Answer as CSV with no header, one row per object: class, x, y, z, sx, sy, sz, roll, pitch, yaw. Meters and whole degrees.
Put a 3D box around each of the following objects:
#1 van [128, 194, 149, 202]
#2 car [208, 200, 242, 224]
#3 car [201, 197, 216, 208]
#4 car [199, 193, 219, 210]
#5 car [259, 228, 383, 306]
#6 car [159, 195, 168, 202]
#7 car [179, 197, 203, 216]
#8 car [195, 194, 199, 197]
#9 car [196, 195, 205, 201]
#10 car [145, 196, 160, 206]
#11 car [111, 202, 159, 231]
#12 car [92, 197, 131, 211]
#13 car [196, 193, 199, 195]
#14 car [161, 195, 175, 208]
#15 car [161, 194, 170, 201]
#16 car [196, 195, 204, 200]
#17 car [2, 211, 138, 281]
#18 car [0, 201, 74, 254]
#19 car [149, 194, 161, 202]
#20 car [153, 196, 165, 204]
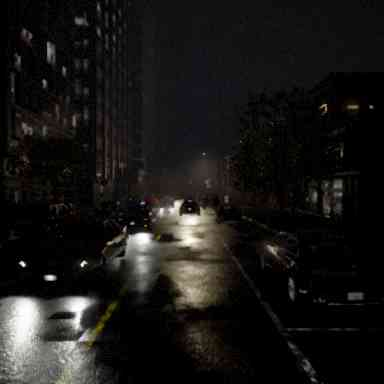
van,-5.996,1.266,35.427,1.690,1.788,3.998,-1,0,0
car,2.499,1.492,23.684,2.008,1.369,4.403,-1,0,0
car,2.293,1.412,46.727,1.752,1.417,4.829,-1,0,0
car,2.337,1.215,41.022,2.192,1.841,5.009,-1,0,0
car,2.750,1.529,7.818,2.008,1.369,4.403,-1,0,0
car,-6.318,1.357,74.000,1.752,1.417,4.829,-1,0,0
car,-0.193,1.490,31.992,1.994,1.385,4.181,0,0,0
car,-0.320,1.415,46.817,1.812,1.442,4.674,0,0,0
car,2.015,1.373,79.763,1.947,1.339,4.313,-1,0,0
car,-6.131,1.410,51.861,1.752,1.417,4.829,-1,0,0
car,-3.243,1.521,20.164,1.994,1.385,4.181,0,0,0
car,-5.907,1.392,23.630,1.967,1.590,4.097,-1,0,0
car,2.104,1.149,68.694,2.192,1.841,5.009,-1,0,0
car,-3.391,1.497,47.351,1.895,1.301,4.718,0,0,0
car,-6.364,1.344,79.534,1.752,1.417,4.829,-1,0,0
car,1.969,1.376,85.297,1.802,1.307,4.206,-1,0,0
car,-3.178,1.528,10.086,2.033,1.411,5.357,0,0,0
car,-5.906,1.293,12.560,2.192,1.841,5.009,-1,0,0
car,-6.089,1.213,46.496,2.192,1.841,5.009,-1,0,0
car,-6.226,1.403,63.100,1.887,1.381,4.507,-1,0,0
